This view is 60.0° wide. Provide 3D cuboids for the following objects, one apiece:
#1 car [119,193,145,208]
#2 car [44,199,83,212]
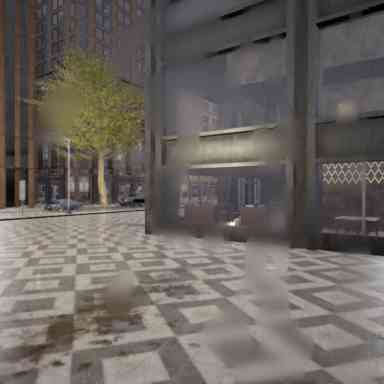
[{"bbox_3d":[-7.801,1.106,47.174,2.150,2.045,5.566,0,0,36],"label":"car"},{"bbox_3d":[-14.514,1.471,37.811,1.994,1.385,4.181,0,0,35],"label":"car"}]
